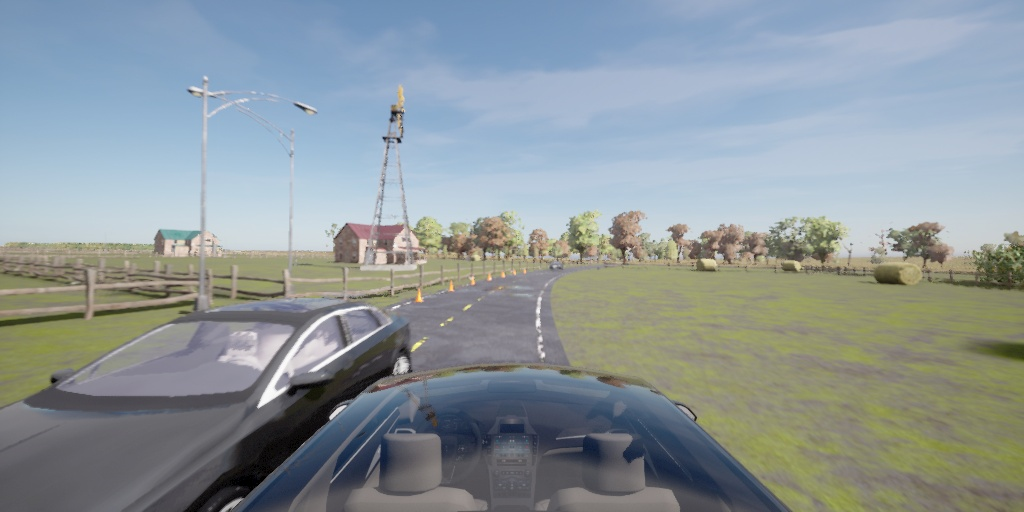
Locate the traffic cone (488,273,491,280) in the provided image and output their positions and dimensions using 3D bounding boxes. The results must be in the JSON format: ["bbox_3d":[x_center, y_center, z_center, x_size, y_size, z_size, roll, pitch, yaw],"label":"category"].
[{"bbox_3d":[-1.935,1.760,30.775,0.340,0.580,0.340,0,0,11],"label":"traffic cone"}]

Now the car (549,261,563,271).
[{"bbox_3d":[6.888,1.469,55.560,2.128,1.511,4.902,0,0,13],"label":"car"}]

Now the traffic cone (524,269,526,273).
[{"bbox_3d":[1.634,1.854,45.582,0.340,0.580,0.340,0,0,16],"label":"traffic cone"}]

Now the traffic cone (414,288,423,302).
[{"bbox_3d":[-4.071,1.699,15.694,0.340,0.580,0.340,0,0,5],"label":"traffic cone"}]

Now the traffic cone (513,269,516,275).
[{"bbox_3d":[0.286,1.821,40.686,0.340,0.580,0.340,0,0,14],"label":"traffic cone"}]

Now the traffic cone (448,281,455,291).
[{"bbox_3d":[-3.519,1.714,20.742,0.340,0.580,0.340,0,0,7],"label":"traffic cone"}]

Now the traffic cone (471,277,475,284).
[{"bbox_3d":[-2.807,1.735,25.772,0.340,0.580,0.340,0,0,9],"label":"traffic cone"}]

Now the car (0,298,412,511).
[{"bbox_3d":[-2.394,1.230,3.376,2.128,1.511,4.902,0,0,1],"label":"car"}]

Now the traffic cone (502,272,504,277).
[{"bbox_3d":[-0.903,1.789,35.748,0.340,0.580,0.340,0,0,13],"label":"traffic cone"}]
